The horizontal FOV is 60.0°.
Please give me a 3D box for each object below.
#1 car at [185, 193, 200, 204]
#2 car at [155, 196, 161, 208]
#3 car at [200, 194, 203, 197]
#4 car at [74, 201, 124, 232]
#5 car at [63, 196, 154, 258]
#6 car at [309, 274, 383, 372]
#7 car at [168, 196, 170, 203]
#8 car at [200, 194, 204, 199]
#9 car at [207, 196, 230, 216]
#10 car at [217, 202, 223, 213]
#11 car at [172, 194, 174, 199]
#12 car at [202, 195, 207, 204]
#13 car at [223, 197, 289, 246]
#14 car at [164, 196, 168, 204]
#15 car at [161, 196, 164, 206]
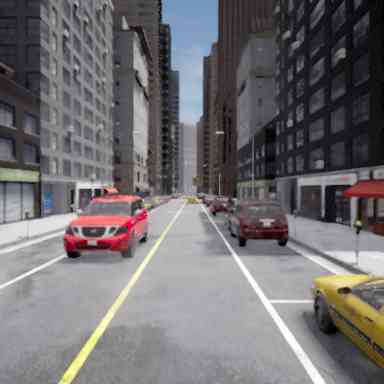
[{"bbox_3d":[0.102,1.442,63.671,1.882,1.535,5.008,0,0,0],"label":"car"},{"bbox_3d":[-5.608,1.531,43.321,1.947,1.339,4.313,-1,0,0],"label":"car"},{"bbox_3d":[2.954,1.532,65.911,1.947,1.339,4.313,-1,0,0],"label":"car"},{"bbox_3d":[-5.645,1.420,20.725,1.967,1.590,4.097,-1,0,0],"label":"car"},{"bbox_3d":[-3.058,1.206,13.084,2.150,2.045,5.566,0,1,1],"label":"car"},{"bbox_3d":[2.853,1.525,3.937,1.752,1.417,4.829,-1,0,0],"label":"car"},{"bbox_3d":[-5.580,1.540,60.268,1.802,1.307,4.206,-1,0,0],"label":"car"},{"bbox_3d":[2.945,1.549,60.262,1.802,1.307,4.206,-1,0,0],"label":"car"},{"bbox_3d":[2.897,1.295,32.017,2.192,1.841,5.009,-1,0,0],"label":"car"},{"bbox_3d":[2.881,1.539,20.715,2.008,1.369,4.403,-1,0,0],"label":"car"},{"bbox_3d":[-5.562,1.539,71.566,1.802,1.307,4.206,-1,0,0],"label":"car"},{"bbox_3d":[2.926,1.515,48.963,1.887,1.381,4.507,-1,0,0],"label":"car"},{"bbox_3d":[2.869,1.307,15.066,2.192,1.841,5.009,-1,0,0],"label":"car"},{"bbox_3d":[-5.591,1.400,54.618,1.967,1.590,4.097,-1,0,0],"label":"car"},{"bbox_3d":[-5.599,1.487,48.800,1.752,1.417,4.829,-1,0,0],"label":"car"}]
